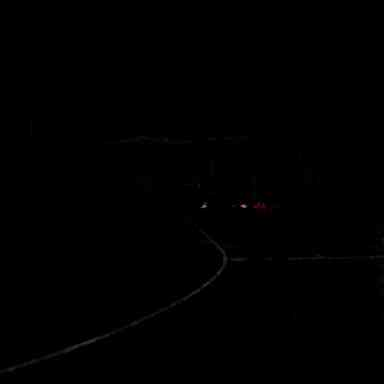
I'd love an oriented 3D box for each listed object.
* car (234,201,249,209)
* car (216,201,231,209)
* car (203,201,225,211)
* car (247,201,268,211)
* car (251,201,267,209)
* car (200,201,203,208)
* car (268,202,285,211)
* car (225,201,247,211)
[{"bbox_3d":[9.674,2.455,65.210,1.837,1.490,4.892,0,-1,-4],"label":"car"},{"bbox_3d":[6.184,2.475,64.945,2.033,1.411,5.357,0,-1,-4],"label":"car"},{"bbox_3d":[3.482,2.258,54.320,2.128,1.511,4.902,0,-1,-4],"label":"car"},{"bbox_3d":[10.450,2.415,54.996,1.895,1.301,4.718,0,-1,-4],"label":"car"},{"bbox_3d":[13.164,2.498,65.475,1.812,1.442,4.674,0,-1,-4],"label":"car"},{"bbox_3d":[2.695,2.397,64.682,2.128,1.511,4.902,0,-1,-4],"label":"car"},{"bbox_3d":[13.942,2.328,55.235,2.128,1.511,4.902,0,-1,-4],"label":"car"},{"bbox_3d":[6.977,2.336,54.511,2.033,1.411,5.357,0,-1,-4],"label":"car"}]
